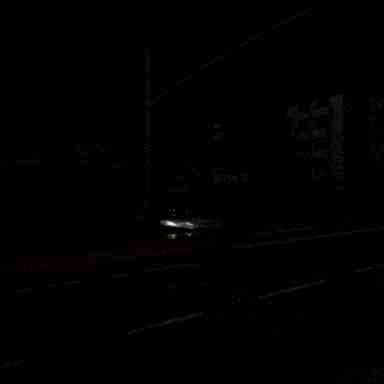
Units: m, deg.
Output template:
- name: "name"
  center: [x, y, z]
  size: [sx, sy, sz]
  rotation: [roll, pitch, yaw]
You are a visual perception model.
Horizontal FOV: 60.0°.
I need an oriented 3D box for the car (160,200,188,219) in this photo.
- name: "car"
  center: [-2.275, 1.428, 28.427]
  size: [1.882, 1.535, 5.008]
  rotation: [0, 0, -36]
